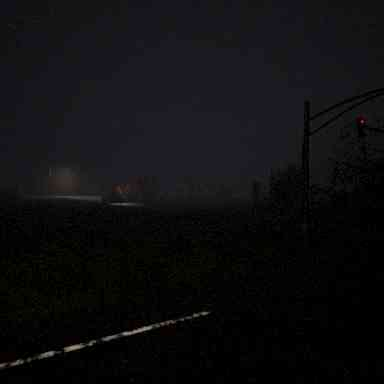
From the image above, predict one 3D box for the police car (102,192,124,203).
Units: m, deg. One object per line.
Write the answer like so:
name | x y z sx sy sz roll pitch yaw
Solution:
police car | -11.812 0.852 49.791 2.038 1.542 4.974 1 0 -32
